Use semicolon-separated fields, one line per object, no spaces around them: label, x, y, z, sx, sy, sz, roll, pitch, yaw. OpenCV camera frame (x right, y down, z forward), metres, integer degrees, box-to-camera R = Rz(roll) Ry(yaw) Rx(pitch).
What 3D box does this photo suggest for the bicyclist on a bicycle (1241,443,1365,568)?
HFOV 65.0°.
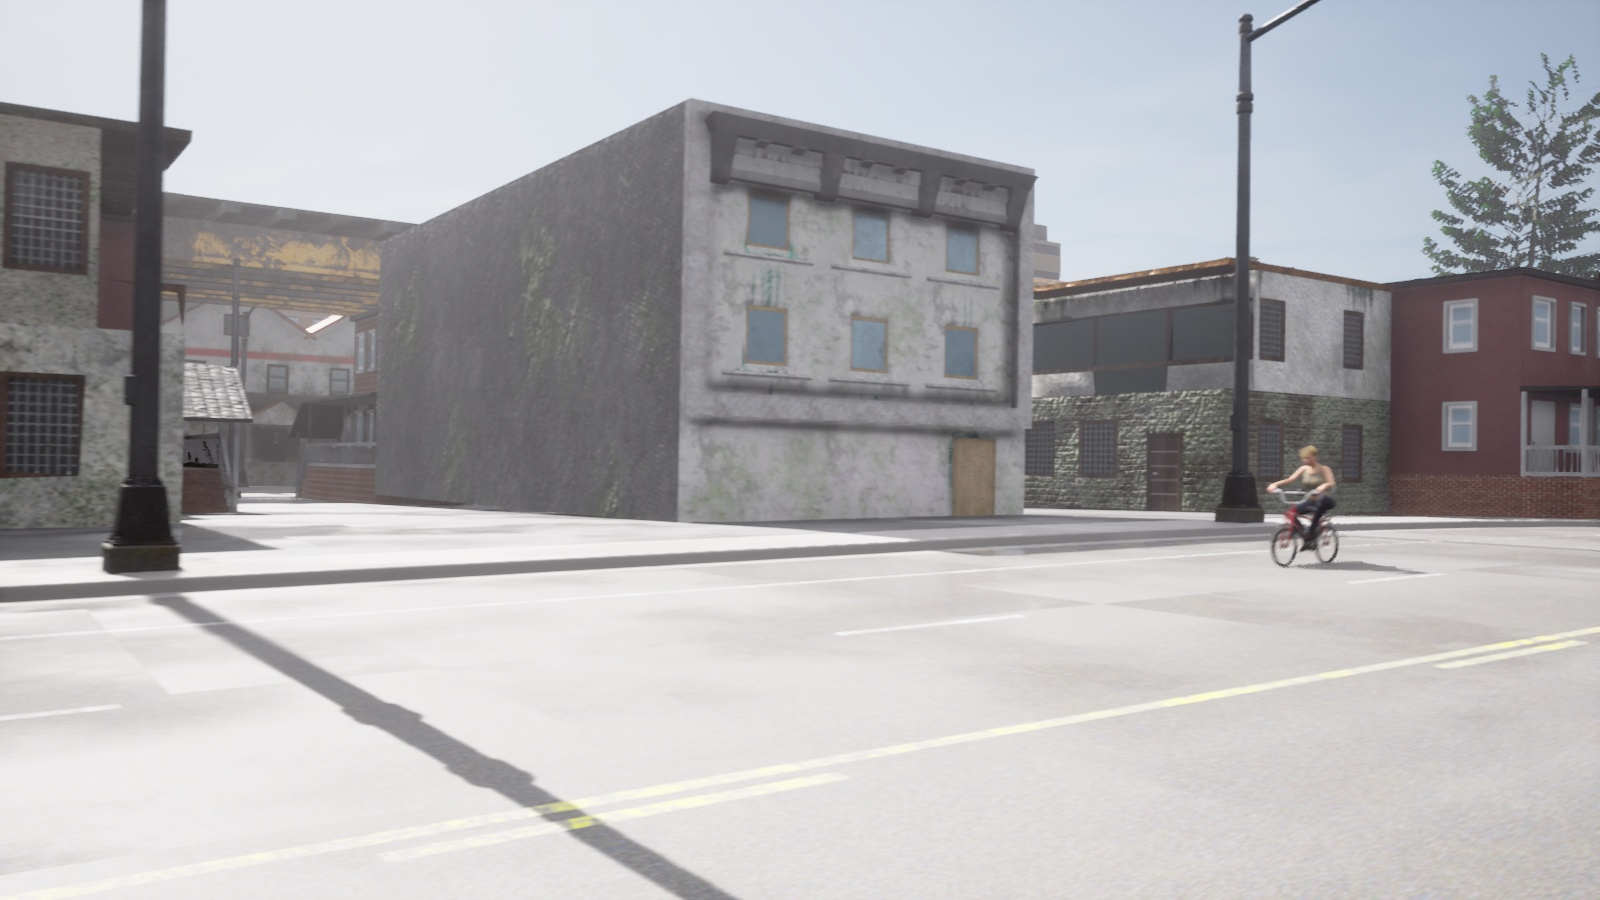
bicyclist on a bicycle;6.766;0.715;16.884;1.509;1.612;0.866;0;0;-35
